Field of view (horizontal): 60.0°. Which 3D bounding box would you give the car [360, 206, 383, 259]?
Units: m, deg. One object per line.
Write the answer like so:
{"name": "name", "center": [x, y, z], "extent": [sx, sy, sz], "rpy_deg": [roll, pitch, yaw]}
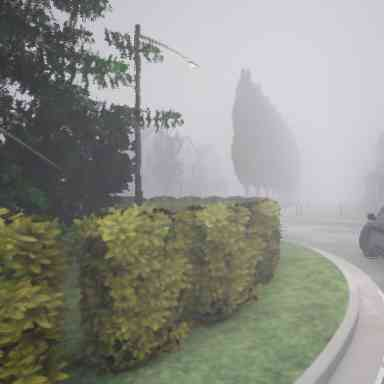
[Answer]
{"name": "car", "center": [6.512, 1.232, 9.447], "extent": [2.150, 2.045, 5.566], "rpy_deg": [0, 0, 15]}
